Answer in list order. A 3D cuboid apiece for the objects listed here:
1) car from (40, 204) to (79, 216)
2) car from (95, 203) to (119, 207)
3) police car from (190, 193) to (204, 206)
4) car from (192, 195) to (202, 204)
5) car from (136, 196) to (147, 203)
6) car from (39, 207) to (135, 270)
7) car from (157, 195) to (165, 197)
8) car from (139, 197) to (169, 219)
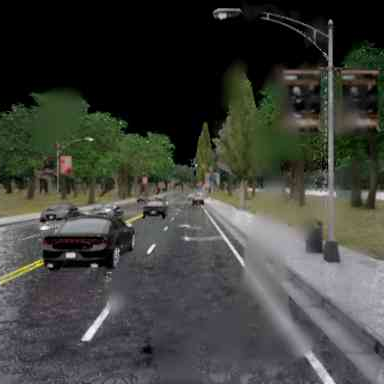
[{"bbox_3d":[-9.840,1.580,25.237,1.994,1.385,4.181,0,0,0],"label":"car"},{"bbox_3d":[-6.590,1.580,25.907,1.994,1.385,4.181,0,0,0],"label":"car"},{"bbox_3d":[0.989,1.384,53.559,1.930,1.638,5.238,0,0,0],"label":"police car"},{"bbox_3d":[0.992,1.421,63.450,1.837,1.490,4.892,0,0,0],"label":"car"},{"bbox_3d":[-9.740,1.443,65.723,2.033,1.411,5.357,0,0,0],"label":"car"},{"bbox_3d":[-3.147,1.495,11.113,1.882,1.535,5.008,0,0,0],"label":"car"},{"bbox_3d":[-6.483,1.362,68.361,1.882,1.535,5.008,0,0,0],"label":"car"},{"bbox_3d":[-3.142,1.490,29.502,1.882,1.535,5.008,0,0,0],"label":"car"}]
